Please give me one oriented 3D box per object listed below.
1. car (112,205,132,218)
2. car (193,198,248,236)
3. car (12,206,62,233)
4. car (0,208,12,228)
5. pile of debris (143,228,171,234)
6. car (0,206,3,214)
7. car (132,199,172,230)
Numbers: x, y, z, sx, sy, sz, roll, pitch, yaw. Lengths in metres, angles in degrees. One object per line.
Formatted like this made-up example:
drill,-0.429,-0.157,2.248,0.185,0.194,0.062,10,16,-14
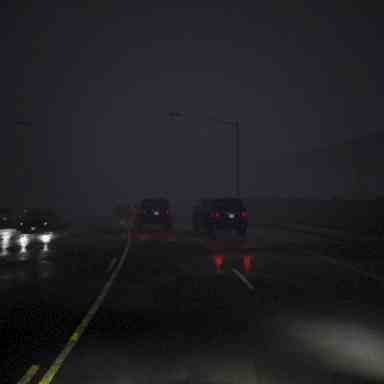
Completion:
car,-8.547,2.321,40.658,2.128,1.511,4.902,0,-2,-22
car,1.516,1.380,19.615,2.150,2.045,5.566,0,-1,-11
car,-9.894,1.829,22.068,2.033,1.411,5.357,0,-2,-13
car,-14.361,1.936,25.120,1.812,1.442,4.674,0,-2,-16
pile of debris,-2.177,2.370,20.424,1.500,0.140,1.860,0,-1,-12
car,-36.219,3.282,60.023,4.892,1.490,1.837,-2,-2,37
car,-2.807,1.487,23.186,2.150,2.045,5.566,0,-2,-13
